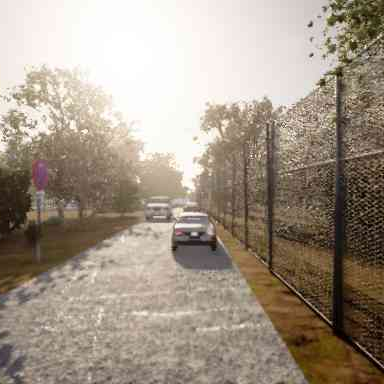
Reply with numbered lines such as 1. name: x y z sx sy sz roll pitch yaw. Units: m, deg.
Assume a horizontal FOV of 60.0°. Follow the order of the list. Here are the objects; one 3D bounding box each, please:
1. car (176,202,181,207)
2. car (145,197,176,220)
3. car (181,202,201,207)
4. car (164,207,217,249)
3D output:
1. car: -3.128 2.767 71.458 1.994 1.385 4.181 0 -2 -1
2. car: -2.937 1.436 30.422 2.150 2.045 5.566 0 -1 0
3. car: 0.000 1.836 36.065 1.812 1.442 4.674 0 -1 0
4. car: 0.082 1.596 14.661 2.033 1.411 5.357 0 0 0
